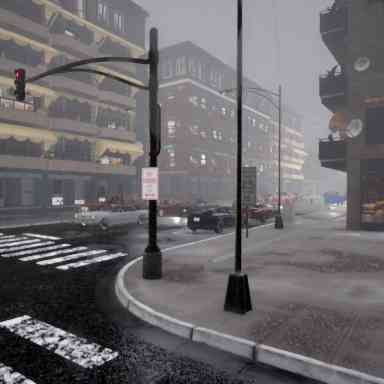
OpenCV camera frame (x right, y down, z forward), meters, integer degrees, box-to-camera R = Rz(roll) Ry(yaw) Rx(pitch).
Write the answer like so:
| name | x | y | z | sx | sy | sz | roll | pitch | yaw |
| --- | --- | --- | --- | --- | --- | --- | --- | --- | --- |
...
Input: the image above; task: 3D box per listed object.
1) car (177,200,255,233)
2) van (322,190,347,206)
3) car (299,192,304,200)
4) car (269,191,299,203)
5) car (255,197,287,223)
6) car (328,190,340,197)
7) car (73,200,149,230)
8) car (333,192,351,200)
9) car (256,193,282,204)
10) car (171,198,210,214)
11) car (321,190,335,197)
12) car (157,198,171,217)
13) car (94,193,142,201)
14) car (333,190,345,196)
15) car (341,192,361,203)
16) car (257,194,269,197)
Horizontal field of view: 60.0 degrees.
| name | x | y | z | sx | sy | sz | roll | pitch | yaw |
| --- | --- | --- | --- | --- | --- | --- | --- | --- | --- |
| car | 1.426 | 1.348 | 17.947 | 1.947 | 1.339 | 4.313 | 2 | 2 | 35 |
| van | 17.452 | 0.721 | 40.725 | 1.690 | 1.788 | 3.998 | 2 | 2 | 35 |
| car | 17.026 | 0.720 | 54.695 | 1.947 | 1.339 | 4.313 | 2 | 2 | 35 |
| car | 11.516 | 0.718 | 42.315 | 2.097 | 1.767 | 4.553 | 1 | 1 | 35 |
| car | 4.631 | 1.283 | 22.504 | 1.802 | 1.307 | 4.206 | 2 | 2 | 35 |
| car | 33.049 | 0.337 | 77.478 | 1.802 | 1.307 | 4.206 | 2 | 2 | 35 |
| car | -4.532 | 1.368 | 19.551 | 1.895 | 1.301 | 4.718 | 1 | 1 | 35 |
| car | 25.897 | 0.696 | 57.261 | 1.895 | 1.301 | 4.718 | 1 | 1 | 35 |
| car | 10.617 | 0.881 | 45.582 | 1.947 | 1.339 | 4.313 | 2 | 2 | 35 |
| car | 0.561 | 1.203 | 26.817 | 1.994 | 1.385 | 4.181 | 1 | 1 | 34 |
| car | 29.845 | 0.379 | 72.921 | 1.887 | 1.381 | 4.507 | 2 | 2 | 35 |
| car | -2.201 | 1.181 | 27.356 | 1.887 | 1.381 | 4.507 | 2 | 2 | 35 |
| car | -5.403 | 1.031 | 22.794 | 2.192 | 1.841 | 5.009 | 2 | 2 | 35 |
| car | 36.253 | 0.257 | 82.034 | 1.802 | 1.307 | 4.206 | 2 | 2 | 35 |
| car | 23.858 | 0.764 | 49.842 | 1.887 | 1.381 | 4.507 | 2 | 2 | 35 |
| car | 5.812 | 1.013 | 34.254 | 1.837 | 1.490 | 4.892 | 1 | 1 | 35 |
